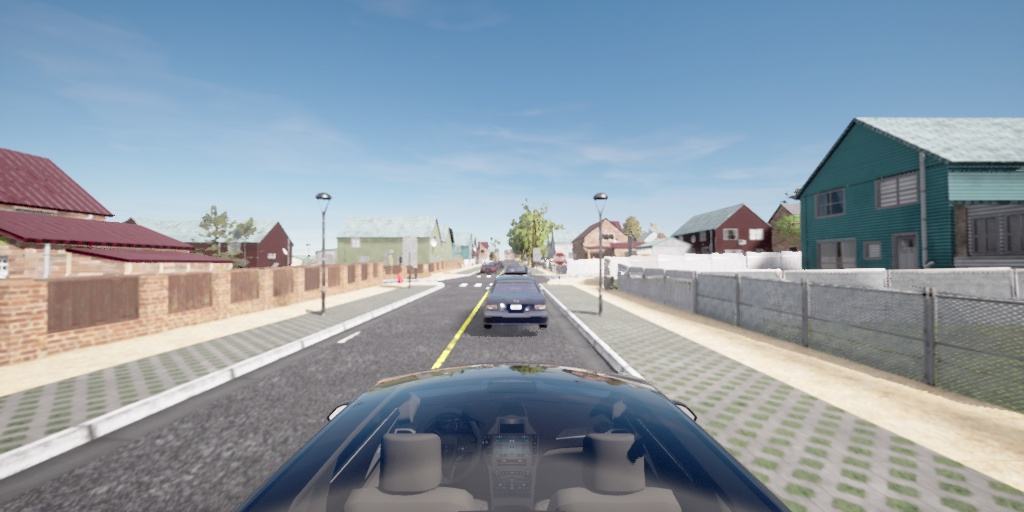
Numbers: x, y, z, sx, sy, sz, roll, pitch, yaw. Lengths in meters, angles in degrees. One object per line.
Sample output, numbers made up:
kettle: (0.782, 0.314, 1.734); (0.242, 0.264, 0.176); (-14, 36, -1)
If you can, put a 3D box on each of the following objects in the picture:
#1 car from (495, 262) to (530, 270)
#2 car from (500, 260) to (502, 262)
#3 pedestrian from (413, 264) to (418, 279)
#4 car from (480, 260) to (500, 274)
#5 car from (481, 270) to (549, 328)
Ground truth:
car: (0.392, 1.342, 23.015); (2.128, 1.511, 4.902); (0, 0, 5)
car: (-2.861, 1.561, 57.077); (1.994, 1.385, 4.181); (0, 0, 0)
pedestrian: (-9.710, 1.367, 36.162); (0.375, 1.860, 0.375); (0, 0, 0)
car: (-2.872, 1.508, 44.430); (1.994, 1.385, 4.181); (0, 0, -1)
car: (0.099, 1.345, 11.539); (2.033, 1.411, 5.357); (0, 0, 0)
